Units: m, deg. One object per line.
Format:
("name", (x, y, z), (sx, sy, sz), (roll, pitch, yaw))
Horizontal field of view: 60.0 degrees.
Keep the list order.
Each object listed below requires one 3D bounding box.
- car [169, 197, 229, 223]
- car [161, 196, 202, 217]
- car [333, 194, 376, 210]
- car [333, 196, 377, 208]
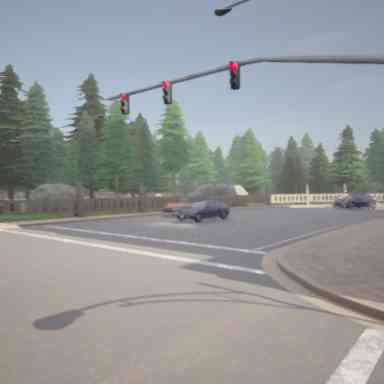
("car", (0.872, 1.330, 23.953), (1.812, 1.442, 4.674), (0, 1, 42))
("car", (-0.401, 1.141, 27.638), (2.097, 1.767, 4.553), (0, 1, 44))
("car", (17.558, 0.987, 36.077), (4.553, 1.767, 2.097), (0, 0, -20))
("car", (19.861, 1.197, 40.579), (4.718, 1.301, 1.895), (0, 0, -15))
